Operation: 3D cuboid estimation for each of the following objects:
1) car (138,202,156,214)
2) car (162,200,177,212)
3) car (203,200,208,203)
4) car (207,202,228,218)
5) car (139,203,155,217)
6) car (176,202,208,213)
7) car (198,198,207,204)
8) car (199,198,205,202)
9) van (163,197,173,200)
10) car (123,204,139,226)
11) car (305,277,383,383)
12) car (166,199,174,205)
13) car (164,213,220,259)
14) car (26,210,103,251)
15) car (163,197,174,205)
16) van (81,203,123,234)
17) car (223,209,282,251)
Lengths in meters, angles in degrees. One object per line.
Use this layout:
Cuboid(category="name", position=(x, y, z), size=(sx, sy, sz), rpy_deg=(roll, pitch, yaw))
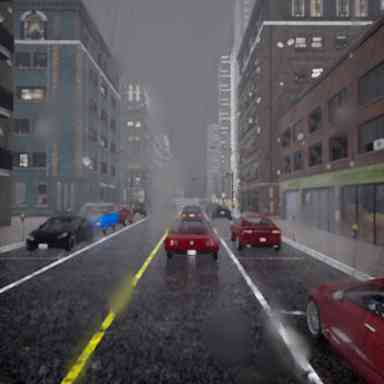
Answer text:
Cuboid(category="car", position=(-5.683, 2.030, 42.506), size=(1.802, 1.307, 4.206), rpy_deg=(0, -1, 0))
Cuboid(category="car", position=(-3.016, 2.085, 45.821), size=(1.895, 1.301, 4.718), rpy_deg=(0, -1, 0))
Cuboid(category="car", position=(2.698, 2.014, 42.494), size=(1.947, 1.339, 4.313), rpy_deg=(0, -1, 0))
Cuboid(category="car", position=(2.698, 1.896, 31.447), size=(1.947, 1.339, 4.313), rpy_deg=(0, -1, 0))
Cuboid(category="car", position=(-5.683, 1.955, 36.983), size=(1.947, 1.339, 4.313), rpy_deg=(0, -1, 0))
Cuboid(category="car", position=(0.010, 1.837, 27.528), size=(2.033, 1.411, 5.357), rpy_deg=(0, -1, 0))
Cuboid(category="car", position=(2.698, 2.370, 85.954), size=(1.967, 1.590, 4.097), rpy_deg=(0, -1, 0))
Cuboid(category="car", position=(2.697, 2.387, 74.897), size=(1.802, 1.307, 4.206), rpy_deg=(0, -1, 0))
Cuboid(category="van", position=(-5.682, 2.146, 74.901), size=(1.690, 1.788, 3.998), rpy_deg=(0, -1, 0))
Cuboid(category="car", position=(-5.683, 1.817, 25.937), size=(1.887, 1.381, 4.507), rpy_deg=(0, -1, 0))
Cuboid(category="car", position=(2.698, 1.623, 3.831), size=(1.802, 1.307, 4.206), rpy_deg=(0, -1, 0))
Cuboid(category="car", position=(-5.683, 2.474, 85.954), size=(1.887, 1.381, 4.507), rpy_deg=(0, -1, 0))
Cuboid(category="car", position=(0.018, 1.740, 13.265), size=(1.895, 1.301, 4.718), rpy_deg=(0, -1, 0))
Cuboid(category="car", position=(-5.683, 1.722, 14.890), size=(1.947, 1.339, 4.313), rpy_deg=(0, -1, 0))
Cuboid(category="car", position=(-5.682, 2.183, 80.429), size=(2.192, 1.841, 5.009), rpy_deg=(0, -1, 0))
Cuboid(category="van", position=(-5.681, 1.555, 20.416), size=(1.690, 1.788, 3.998), rpy_deg=(0, -1, 0))
Cuboid(category="car", position=(2.698, 1.701, 14.878), size=(1.887, 1.381, 4.507), rpy_deg=(0, -1, 0))
